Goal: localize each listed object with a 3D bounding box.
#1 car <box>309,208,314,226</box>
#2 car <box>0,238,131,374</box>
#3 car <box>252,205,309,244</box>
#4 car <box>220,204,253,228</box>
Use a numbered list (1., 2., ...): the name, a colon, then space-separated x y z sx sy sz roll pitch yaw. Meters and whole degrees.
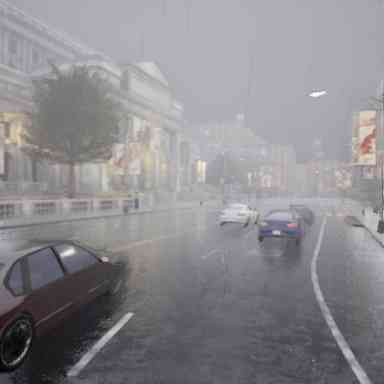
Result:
1. car: 7.654 1.588 23.887 1.994 1.385 4.181 1 0 23
2. car: -2.789 1.505 5.607 2.033 1.411 5.357 1 0 11
3. car: 4.374 1.535 15.951 1.812 1.442 4.674 1 0 22
4. car: 3.229 1.507 22.429 1.812 1.442 4.674 1 0 22
